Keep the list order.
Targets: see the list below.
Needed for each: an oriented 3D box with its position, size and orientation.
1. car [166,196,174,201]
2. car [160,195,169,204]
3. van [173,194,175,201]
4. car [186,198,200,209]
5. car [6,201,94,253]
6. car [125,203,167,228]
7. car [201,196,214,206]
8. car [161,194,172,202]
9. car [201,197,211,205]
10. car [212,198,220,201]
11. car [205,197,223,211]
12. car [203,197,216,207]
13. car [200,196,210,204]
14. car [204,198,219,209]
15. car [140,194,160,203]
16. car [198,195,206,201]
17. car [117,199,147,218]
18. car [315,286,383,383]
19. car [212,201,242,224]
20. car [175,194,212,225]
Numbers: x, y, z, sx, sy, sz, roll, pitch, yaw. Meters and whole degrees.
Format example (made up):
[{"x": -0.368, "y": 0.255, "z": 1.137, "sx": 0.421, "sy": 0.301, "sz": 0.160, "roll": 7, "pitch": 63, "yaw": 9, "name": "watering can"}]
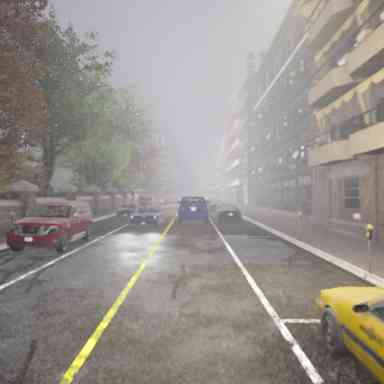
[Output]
[{"x": -5.675, "y": 1.675, "z": 85.880, "sx": 1.947, "sy": 1.339, "sz": 4.313, "roll": 1, "pitch": 0, "yaw": 0, "name": "car"}, {"x": -5.686, "y": 1.617, "z": 58.263, "sx": 1.887, "sy": 1.381, "sz": 4.507, "roll": 1, "pitch": 0, "yaw": 0, "name": "car"}, {"x": -5.695, "y": 1.443, "z": 80.357, "sx": 1.690, "sy": 1.788, "sz": 3.998, "roll": 1, "pitch": 0, "yaw": 0, "name": "van"}, {"x": 0.093, "y": 1.583, "z": 46.356, "sx": 1.812, "sy": 1.442, "sz": 4.674, "roll": 0, "pitch": 0, "yaw": 0, "name": "car"}, {"x": -5.674, "y": 1.333, "z": 14.076, "sx": 2.192, "sy": 1.841, "sz": 5.009, "roll": 1, "pitch": 0, "yaw": 0, "name": "car"}, {"x": -3.004, "y": 1.636, "z": 22.752, "sx": 1.895, "sy": 1.301, "sz": 4.718, "roll": 0, "pitch": 0, "yaw": 0, "name": "car"}, {"x": 2.695, "y": 1.512, "z": 58.265, "sx": 1.967, "sy": 1.590, "sz": 4.097, "roll": 1, "pitch": 0, "yaw": 0, "name": "car"}, {"x": -5.683, "y": 1.395, "z": 63.787, "sx": 2.192, "sy": 1.841, "sz": 5.009, "roll": 1, "pitch": 0, "yaw": 0, "name": "car"}, {"x": 2.692, "y": 1.661, "z": 63.788, "sx": 1.802, "sy": 1.307, "sz": 4.206, "roll": 1, "pitch": 0, "yaw": 0, "name": "car"}, {"x": 2.697, "y": 1.610, "z": 36.171, "sx": 1.947, "sy": 1.339, "sz": 4.313, "roll": 1, "pitch": 0, "yaw": 0, "name": "car"}, {"x": 2.698, "y": 1.491, "z": 41.694, "sx": 1.967, "sy": 1.590, "sz": 4.097, "roll": 1, "pitch": 0, "yaw": 0, "name": "car"}, {"x": 2.695, "y": 1.591, "z": 52.911, "sx": 1.752, "sy": 1.417, "sz": 4.829, "roll": 1, "pitch": 0, "yaw": 0, "name": "car"}, {"x": 2.692, "y": 1.612, "z": 69.481, "sx": 1.752, "sy": 1.417, "sz": 4.829, "roll": 1, "pitch": 0, "yaw": 0, "name": "car"}, {"x": 2.696, "y": 1.603, "z": 47.217, "sx": 1.887, "sy": 1.381, "sz": 4.507, "roll": 1, "pitch": 0, "yaw": 0, "name": "car"}, {"x": -5.679, "y": 1.367, "z": 41.694, "sx": 2.192, "sy": 1.841, "sz": 5.009, "roll": 1, "pitch": 0, "yaw": 0, "name": "car"}, {"x": 2.659, "y": 1.556, "z": 91.405, "sx": 1.967, "sy": 1.590, "sz": 4.097, "roll": 1, "pitch": 0, "yaw": 0, "name": "car"}, {"x": -5.682, "y": 1.604, "z": 30.646, "sx": 1.947, "sy": 1.339, "sz": 4.313, "roll": 1, "pitch": 0, "yaw": 0, "name": "car"}, {"x": 2.703, "y": 1.529, "z": 3.200, "sx": 1.752, "sy": 1.417, "sz": 4.829, "roll": 1, "pitch": 0, "yaw": 0, "name": "car"}, {"x": 2.698, "y": 1.597, "z": 25.123, "sx": 1.947, "sy": 1.339, "sz": 4.313, "roll": 1, "pitch": 0, "yaw": 0, "name": "car"}, {"x": 0.087, "y": 1.254, "z": 24.649, "sx": 2.150, "sy": 2.045, "sz": 5.566, "roll": 0, "pitch": 0, "yaw": 0, "name": "car"}]
